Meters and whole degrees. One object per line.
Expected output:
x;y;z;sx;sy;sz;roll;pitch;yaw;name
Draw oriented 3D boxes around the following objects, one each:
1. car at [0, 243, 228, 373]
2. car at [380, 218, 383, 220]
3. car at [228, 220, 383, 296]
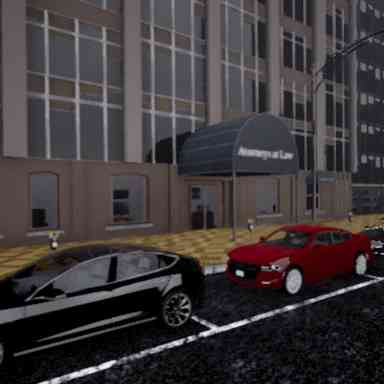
-1.744;1.565;5.324;4.313;1.339;1.947;0;-1;-35;car
7.512;1.546;11.924;4.403;1.369;2.008;0;-1;-35;car
2.884;1.542;8.624;4.507;1.381;1.887;0;-1;-35;car
